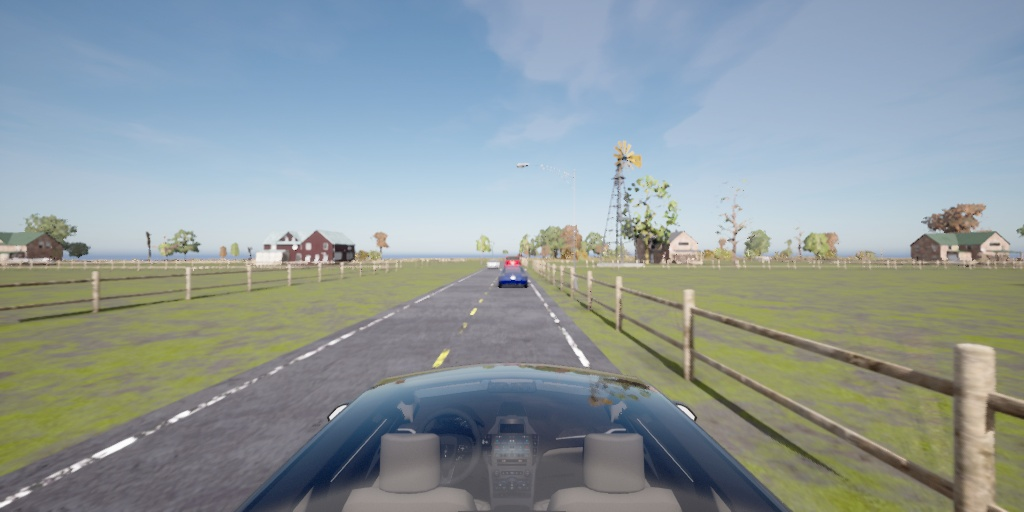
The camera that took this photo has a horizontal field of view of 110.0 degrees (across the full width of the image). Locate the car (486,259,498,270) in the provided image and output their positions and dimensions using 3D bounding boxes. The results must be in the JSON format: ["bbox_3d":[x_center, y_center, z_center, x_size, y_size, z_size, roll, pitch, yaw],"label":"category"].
[{"bbox_3d":[-2.816,1.253,53.966,1.812,1.442,4.674,0,0,0],"label":"car"}]

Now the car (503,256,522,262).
[{"bbox_3d":[0.093,0.955,44.728,2.150,2.045,5.566,0,0,0],"label":"car"}]

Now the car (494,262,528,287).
[{"bbox_3d":[0.071,1.308,24.346,1.994,1.385,4.181,0,0,0],"label":"car"}]
